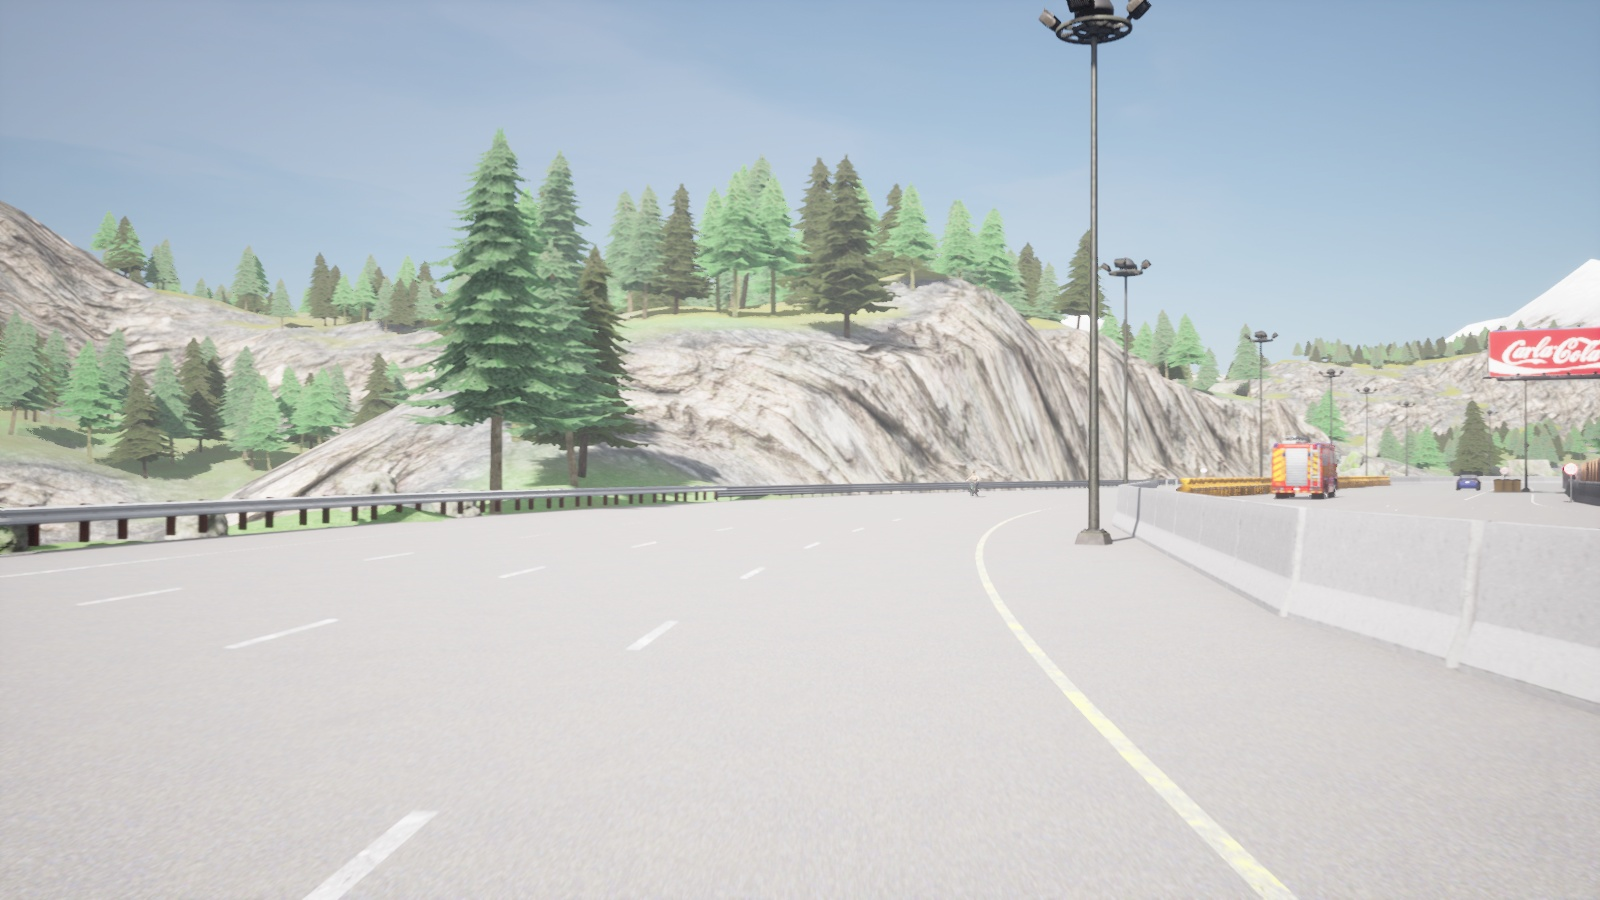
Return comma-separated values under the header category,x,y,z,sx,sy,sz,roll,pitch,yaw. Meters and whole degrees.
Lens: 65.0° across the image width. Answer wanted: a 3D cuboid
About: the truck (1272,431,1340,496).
category,x,y,z,sx,sy,sz,roll,pitch,yaw
truck,31.901,0.856,78.953,2.891,3.827,8.468,-1,-1,29
